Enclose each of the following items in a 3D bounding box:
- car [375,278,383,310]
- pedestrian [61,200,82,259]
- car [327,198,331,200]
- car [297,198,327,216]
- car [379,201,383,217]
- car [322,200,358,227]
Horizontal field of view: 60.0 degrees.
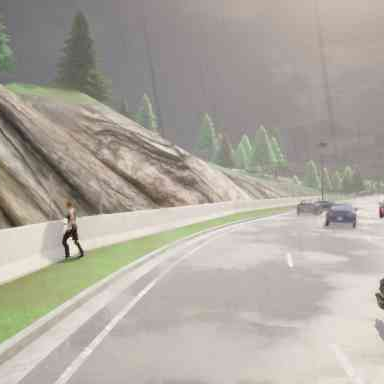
[{"bbox_3d":[3.835,1.547,3.305,2.033,1.411,5.357,0,0,7],"label":"car"},{"bbox_3d":[-3.767,1.141,10.348,0.375,1.860,0.375,0,0,12],"label":"pedestrian"},{"bbox_3d":[16.619,1.491,41.718,2.128,1.511,4.902,0,0,29],"label":"car"},{"bbox_3d":[11.648,1.491,32.812,2.128,1.511,4.902,0,0,29],"label":"car"},{"bbox_3d":[18.665,1.352,31.002,2.097,1.767,4.553,0,0,29],"label":"car"},{"bbox_3d":[10.407,1.526,23.083,1.812,1.442,4.674,0,0,27],"label":"car"}]
